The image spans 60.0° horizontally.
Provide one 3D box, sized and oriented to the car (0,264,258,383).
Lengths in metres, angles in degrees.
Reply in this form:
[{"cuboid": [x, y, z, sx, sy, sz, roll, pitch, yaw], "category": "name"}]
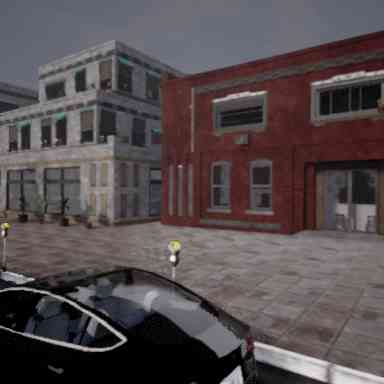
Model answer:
[{"cuboid": [-1.379, 1.556, 3.853, 4.313, 1.339, 1.947, 0, 1, 35], "category": "car"}]
